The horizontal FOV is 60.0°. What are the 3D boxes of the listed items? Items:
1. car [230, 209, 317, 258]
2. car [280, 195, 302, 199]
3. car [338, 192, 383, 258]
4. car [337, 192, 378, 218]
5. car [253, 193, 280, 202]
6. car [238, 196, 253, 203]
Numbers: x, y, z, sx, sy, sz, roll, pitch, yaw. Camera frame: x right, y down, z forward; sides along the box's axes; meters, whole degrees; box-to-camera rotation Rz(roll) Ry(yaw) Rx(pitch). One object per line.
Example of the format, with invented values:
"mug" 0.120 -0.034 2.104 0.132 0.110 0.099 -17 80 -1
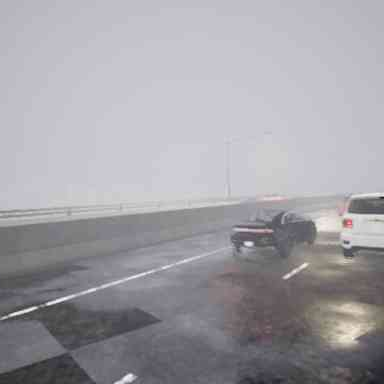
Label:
"car" 3.207 1.387 12.515 2.128 1.511 4.902 -2 0 36
"car" 14.215 1.138 45.603 1.994 1.385 4.181 -2 0 37
"car" 6.628 1.012 11.282 2.150 2.045 5.566 -2 0 36
"car" 13.017 0.951 26.052 2.097 1.767 4.553 -2 0 36
"car" 11.045 1.020 47.215 2.097 1.767 4.553 -2 0 37
"car" 8.616 1.307 49.793 1.994 1.385 4.181 -2 0 37
